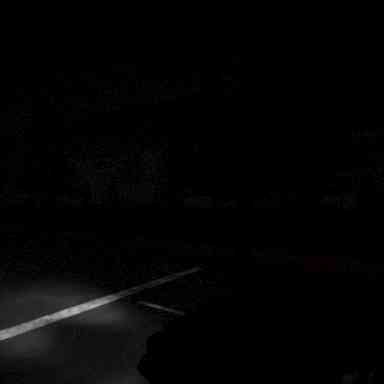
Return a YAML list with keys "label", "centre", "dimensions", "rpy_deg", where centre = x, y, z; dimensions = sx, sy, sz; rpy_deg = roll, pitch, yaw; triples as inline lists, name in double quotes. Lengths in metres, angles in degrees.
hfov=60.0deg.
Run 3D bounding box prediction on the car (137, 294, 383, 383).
- label: "car"
  centre: [1.799, 1.601, 2.687]
  dimensions: [4.718, 1.301, 1.895]
  rpy_deg: [0, 0, 36]
